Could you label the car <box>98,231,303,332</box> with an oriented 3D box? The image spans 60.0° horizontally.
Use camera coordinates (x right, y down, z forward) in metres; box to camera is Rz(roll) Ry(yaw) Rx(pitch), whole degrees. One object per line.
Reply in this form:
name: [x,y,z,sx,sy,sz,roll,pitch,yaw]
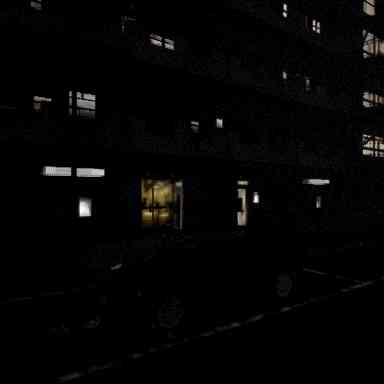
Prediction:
car: [0.370,1.542,6.817,4.507,1.381,1.887,0,0,-36]
